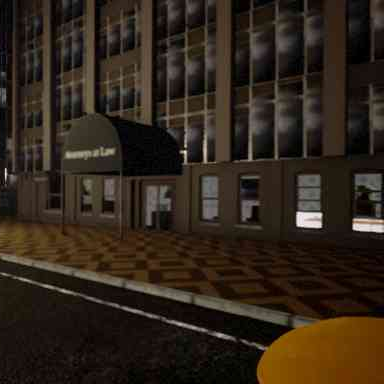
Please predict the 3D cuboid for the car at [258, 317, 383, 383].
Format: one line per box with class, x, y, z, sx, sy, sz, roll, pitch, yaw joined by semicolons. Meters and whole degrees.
car;2.767;1.471;1.709;5.008;1.535;1.882;0;0;36
